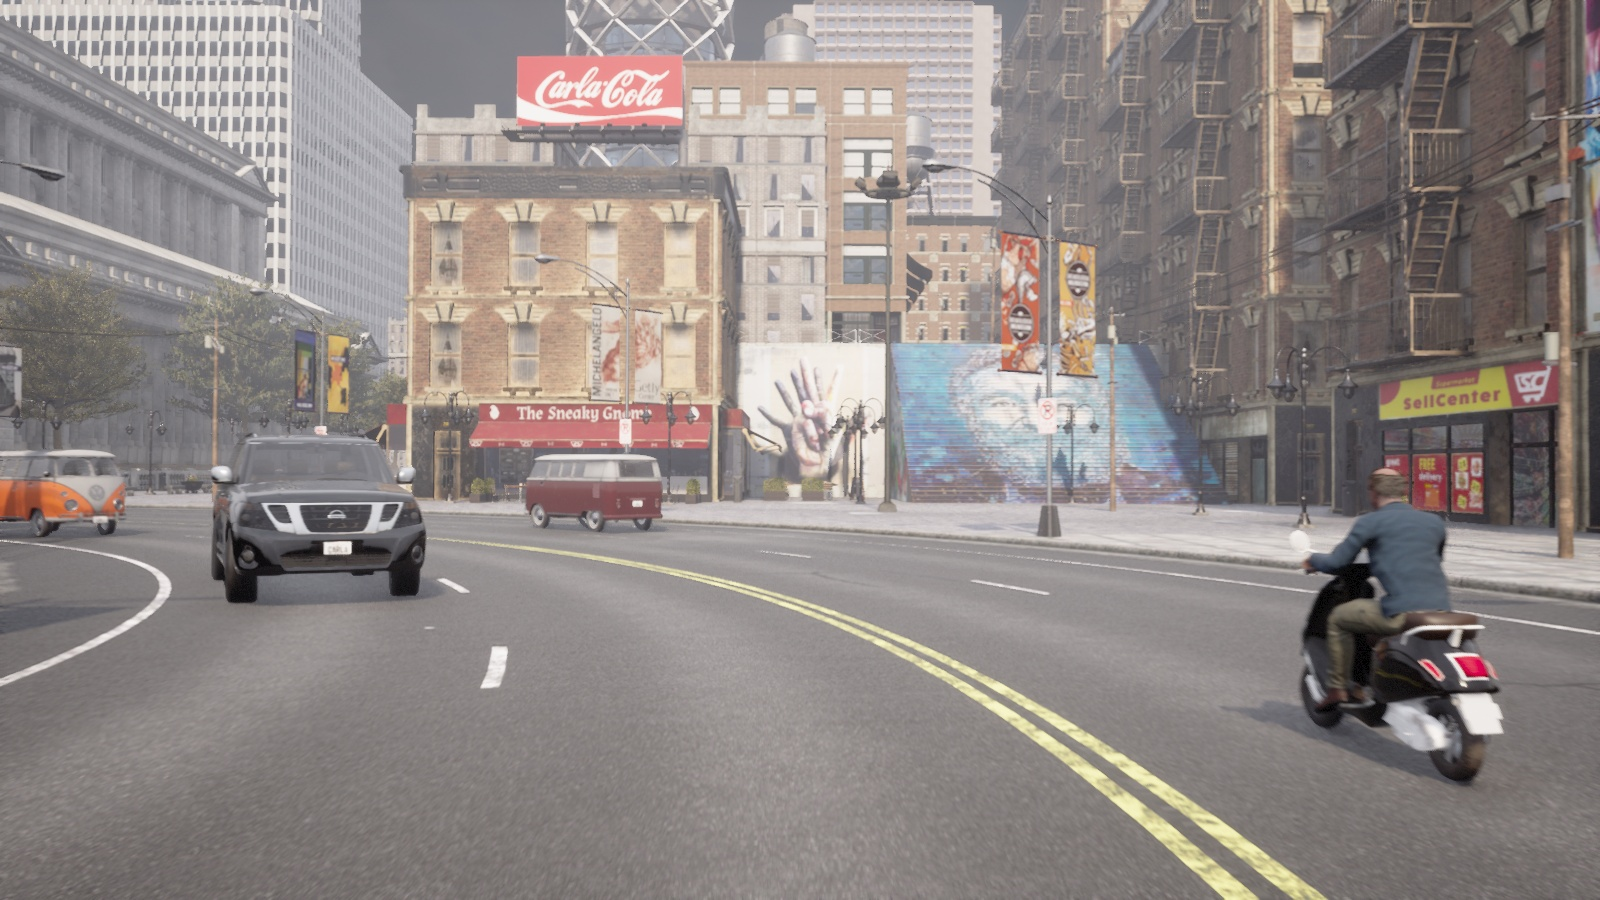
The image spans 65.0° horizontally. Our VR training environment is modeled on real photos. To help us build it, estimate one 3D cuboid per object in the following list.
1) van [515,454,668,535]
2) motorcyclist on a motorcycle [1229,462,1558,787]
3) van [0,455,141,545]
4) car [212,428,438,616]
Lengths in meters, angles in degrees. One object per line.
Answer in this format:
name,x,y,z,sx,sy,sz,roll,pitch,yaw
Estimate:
van,-5.552,1.145,33.129,1.775,1.987,4.442,1,-1,-44
motorcyclist on a motorcycle,3.259,0.874,7.141,0.866,1.590,1.817,-1,-1,-5
van,-17.550,1.132,29.435,4.442,1.987,1.775,-1,-1,33
car,-6.469,0.839,16.642,2.150,2.045,5.566,0,-1,-27
